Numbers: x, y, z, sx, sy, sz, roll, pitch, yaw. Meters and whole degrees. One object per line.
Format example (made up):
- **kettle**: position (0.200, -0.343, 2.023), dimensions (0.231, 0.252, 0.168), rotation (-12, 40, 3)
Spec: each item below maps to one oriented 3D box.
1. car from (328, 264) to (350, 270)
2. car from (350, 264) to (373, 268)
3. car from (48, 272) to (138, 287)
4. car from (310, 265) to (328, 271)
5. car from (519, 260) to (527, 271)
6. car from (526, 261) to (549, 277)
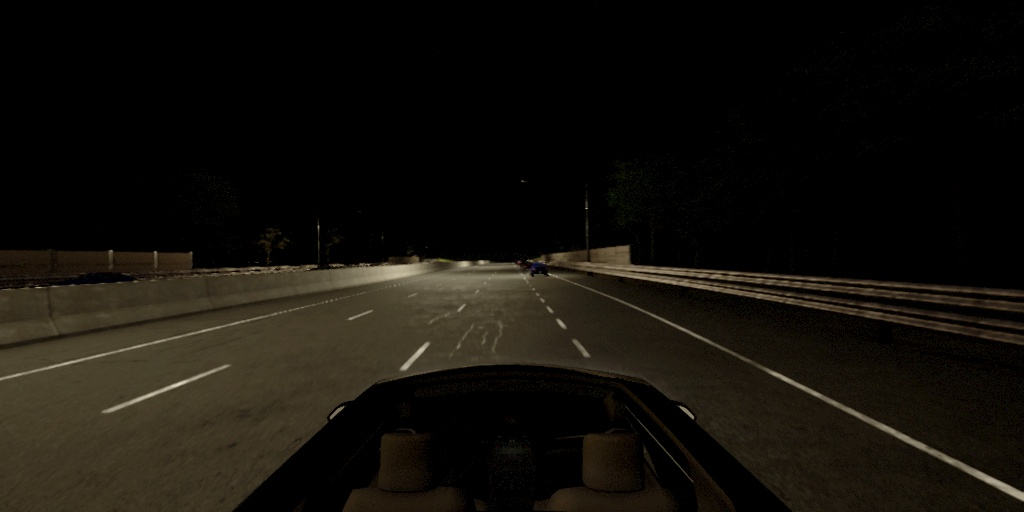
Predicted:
- **car**: position (-21.676, 1.891, 47.431), dimensions (2.128, 1.511, 4.902), rotation (-1, 0, 0)
- **car**: position (-18.164, 1.895, 45.182), dimensions (1.994, 1.385, 4.181), rotation (-1, 0, 0)
- **car**: position (-28.493, 1.859, 24.604), dimensions (1.812, 1.442, 4.674), rotation (-1, 0, 0)
- **car**: position (-25.177, 1.936, 48.253), dimensions (1.882, 1.535, 5.008), rotation (-1, 0, 0)
- **car**: position (2.749, 1.680, 59.643), dimensions (2.033, 1.411, 5.357), rotation (-1, 0, -1)
- **car**: position (2.936, 1.501, 39.878), dimensions (1.812, 1.442, 4.674), rotation (-1, 0, -1)
